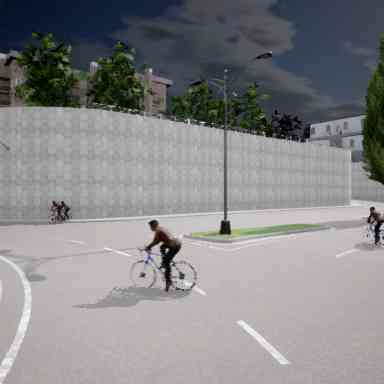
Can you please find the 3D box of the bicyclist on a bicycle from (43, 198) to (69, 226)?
[{"bbox_3d":[-9.619,1.387,23.638,0.582,1.620,1.656,0,9,21],"label":"bicyclist on a bicycle"}]

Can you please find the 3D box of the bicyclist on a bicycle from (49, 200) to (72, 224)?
[{"bbox_3d":[-9.030,1.424,23.433,0.582,1.620,1.656,10,9,23],"label":"bicyclist on a bicycle"}]

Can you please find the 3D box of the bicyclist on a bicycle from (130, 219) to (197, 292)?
[{"bbox_3d":[-0.698,1.455,7.602,1.656,1.620,0.582,-2,-1,17],"label":"bicyclist on a bicycle"}]

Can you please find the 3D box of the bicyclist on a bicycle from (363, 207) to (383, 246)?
[{"bbox_3d":[7.817,1.455,14.164,0.582,1.620,1.656,0,-2,-9],"label":"bicyclist on a bicycle"}]
